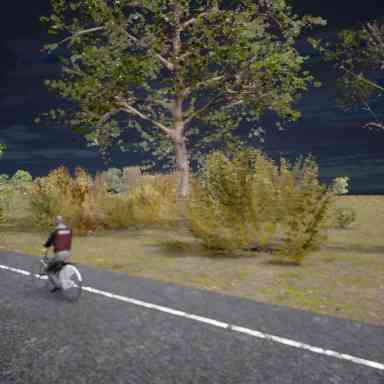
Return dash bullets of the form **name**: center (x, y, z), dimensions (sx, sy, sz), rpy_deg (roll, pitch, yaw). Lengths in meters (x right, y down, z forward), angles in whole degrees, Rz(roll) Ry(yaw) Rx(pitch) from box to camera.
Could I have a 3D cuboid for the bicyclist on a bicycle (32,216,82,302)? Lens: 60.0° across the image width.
- **bicyclist on a bicycle**: center (-2.978, 1.386, 7.182), dimensions (1.843, 1.776, 0.659), rpy_deg (0, 0, 35)
